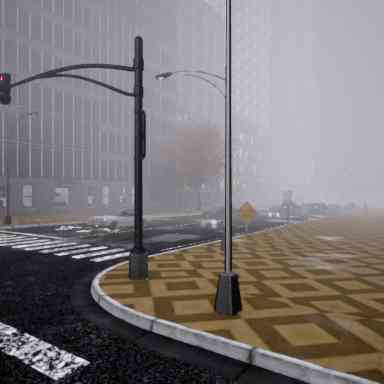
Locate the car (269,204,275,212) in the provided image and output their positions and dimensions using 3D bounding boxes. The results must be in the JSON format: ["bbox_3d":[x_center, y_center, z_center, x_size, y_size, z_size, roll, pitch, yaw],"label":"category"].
[{"bbox_3d":[13.608,2.516,52.326,1.994,1.385,4.181,0,-1,33],"label":"car"}]

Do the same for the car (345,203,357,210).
[{"bbox_3d":[31.341,2.837,65.801,1.812,1.442,4.674,0,-1,33],"label":"car"}]

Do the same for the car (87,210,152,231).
[{"bbox_3d":[-5.017,1.925,23.515,1.895,1.301,4.718,0,-1,33],"label":"car"}]

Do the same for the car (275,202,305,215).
[{"bbox_3d":[13.725,2.205,46.402,2.097,1.767,4.553,0,-1,33],"label":"car"}]

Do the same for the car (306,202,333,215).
[{"bbox_3d":[18.066,2.261,47.059,2.097,1.767,4.553,0,-1,32],"label":"car"}]

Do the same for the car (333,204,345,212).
[{"bbox_3d":[23.736,2.640,55.889,2.033,1.411,5.357,0,-1,33],"label":"car"}]

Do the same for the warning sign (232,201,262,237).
[{"bbox_3d":[3.066,1.454,18.581,1.300,1.860,1.060,1,1,33],"label":"warning sign"}]

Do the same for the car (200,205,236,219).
[{"bbox_3d":[2.989,2.136,35.977,2.033,1.411,5.357,0,-1,33],"label":"car"}]
